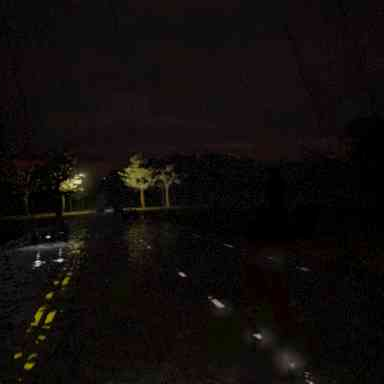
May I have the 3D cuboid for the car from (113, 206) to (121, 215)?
[{"bbox_3d":[-15.532,3.832,70.541,2.097,1.767,4.553,-2,-1,-16],"label":"car"}]

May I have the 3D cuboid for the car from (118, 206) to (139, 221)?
[{"bbox_3d":[-8.422,3.038,45.300,2.128,1.511,4.902,-2,-2,-16],"label":"car"}]

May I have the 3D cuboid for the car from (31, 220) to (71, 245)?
[{"bbox_3d":[-8.967,2.518,21.431,1.994,1.385,4.181,-2,-2,-16],"label":"car"}]

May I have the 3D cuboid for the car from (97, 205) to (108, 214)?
[{"bbox_3d":[-22.605,4.610,82.768,1.812,1.442,4.674,-2,-1,-15],"label":"car"}]
